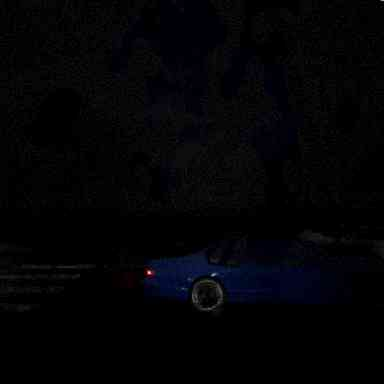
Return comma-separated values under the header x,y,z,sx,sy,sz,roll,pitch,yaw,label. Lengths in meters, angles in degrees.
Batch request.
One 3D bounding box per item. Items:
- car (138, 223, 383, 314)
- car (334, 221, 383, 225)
x,y,z,sx,sy,sz,roll,pitch,yaw,label
1.630,1.527,6.967,5.357,1.411,2.033,0,0,1,car
4.634,1.539,9.870,4.718,1.301,1.895,-1,0,1,car
